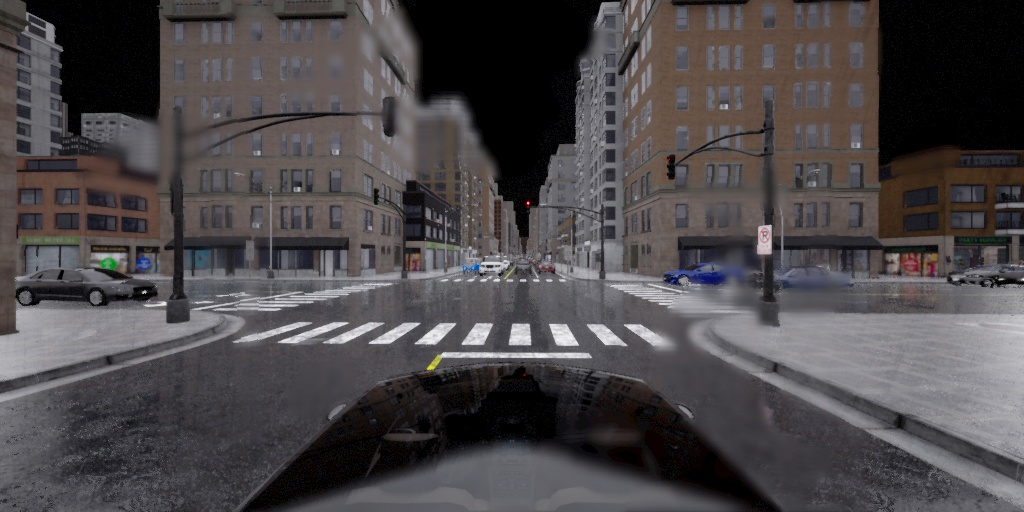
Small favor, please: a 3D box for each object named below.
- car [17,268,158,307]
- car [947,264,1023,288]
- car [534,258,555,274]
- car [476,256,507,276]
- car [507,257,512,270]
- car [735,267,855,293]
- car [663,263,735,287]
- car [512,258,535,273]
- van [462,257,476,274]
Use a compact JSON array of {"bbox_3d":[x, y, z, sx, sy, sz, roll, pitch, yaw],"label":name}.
[{"bbox_3d":[-17.623,1.238,14.909,4.892,1.490,1.837,0,0,2],"label":"car"},{"bbox_3d":[31.546,1.280,23.394,4.902,1.511,2.128,0,0,2],"label":"car"},{"bbox_3d":[3.869,1.209,40.976,1.967,1.591,4.097,0,0,2],"label":"car"},{"bbox_3d":[-2.040,0.987,37.094,2.150,2.045,5.566,0,0,2],"label":"car"},{"bbox_3d":[-1.511,1.004,51.971,2.150,2.045,5.566,0,0,2],"label":"car"},{"bbox_3d":[16.308,1.314,20.601,5.357,1.411,2.033,0,0,2],"label":"car"},{"bbox_3d":[12.782,1.240,23.982,5.008,1.535,1.882,0,0,3],"label":"car"},{"bbox_3d":[1.379,1.263,43.243,2.128,1.511,4.902,0,0,2],"label":"car"},{"bbox_3d":[-4.652,1.111,41.272,1.690,1.789,3.998,0,0,2],"label":"van"}]
